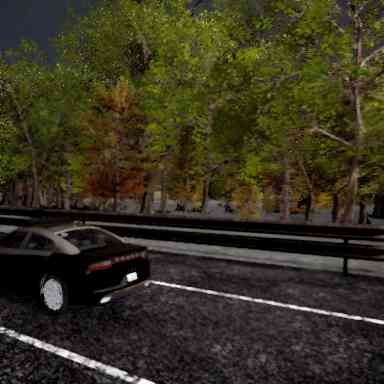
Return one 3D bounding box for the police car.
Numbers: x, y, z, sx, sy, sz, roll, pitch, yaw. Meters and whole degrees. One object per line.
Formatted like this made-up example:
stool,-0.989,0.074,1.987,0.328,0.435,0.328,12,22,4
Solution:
police car,-3.348,1.389,7.606,5.238,1.638,1.930,0,0,31
